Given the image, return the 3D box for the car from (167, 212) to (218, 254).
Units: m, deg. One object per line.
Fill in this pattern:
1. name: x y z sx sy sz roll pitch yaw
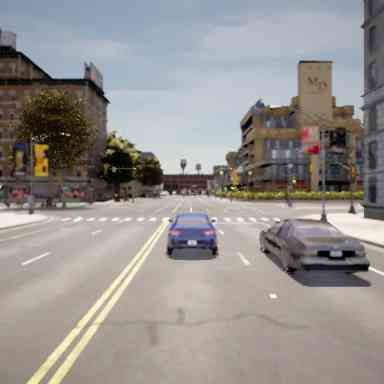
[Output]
1. car: 0.006 1.528 13.401 1.812 1.442 4.674 0 0 0

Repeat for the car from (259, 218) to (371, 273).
1. car: 3.509 1.550 10.603 2.033 1.411 5.357 0 0 0
